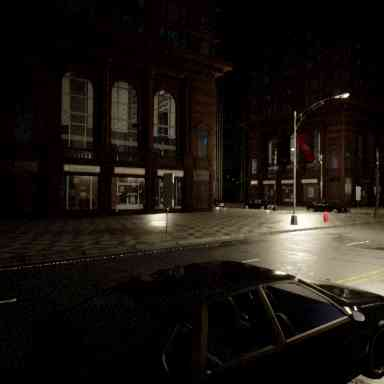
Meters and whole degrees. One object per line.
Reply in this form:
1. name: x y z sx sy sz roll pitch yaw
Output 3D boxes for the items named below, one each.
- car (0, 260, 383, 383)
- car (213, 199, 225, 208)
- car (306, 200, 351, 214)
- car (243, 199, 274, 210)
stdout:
1. car: 0.422 1.548 3.744 5.357 1.411 2.033 0 0 -36
2. car: 3.347 1.793 53.358 1.812 1.442 4.674 1 -1 -35
3. car: 15.050 1.681 36.862 1.837 1.490 4.892 1 -1 -35
4. car: 9.104 1.727 45.244 1.837 1.490 4.892 1 -1 -35
